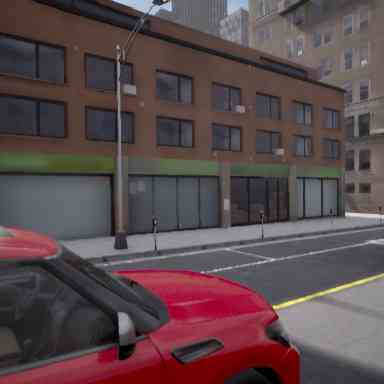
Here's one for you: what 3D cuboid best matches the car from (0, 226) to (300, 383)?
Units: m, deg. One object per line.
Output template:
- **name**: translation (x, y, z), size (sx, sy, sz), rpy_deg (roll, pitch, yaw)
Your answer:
- **car**: translation (-1.681, 1.230, 2.234), size (5.566, 2.045, 2.150), rpy_deg (0, 0, -35)
